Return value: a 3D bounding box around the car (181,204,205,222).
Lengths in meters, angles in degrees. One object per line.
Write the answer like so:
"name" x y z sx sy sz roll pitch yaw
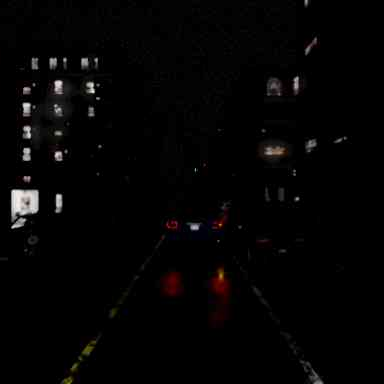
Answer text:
"car" 0.100 1.801 28.975 1.895 1.301 4.718 0 0 0

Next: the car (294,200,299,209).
"car" 15.757 1.330 42.692 5.009 1.841 2.192 -1 1 0

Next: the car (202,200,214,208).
"car" 2.681 1.973 55.549 1.802 1.307 4.206 0 0 0

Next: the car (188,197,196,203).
"car" -0.005 2.130 85.004 1.812 1.442 4.674 0 0 0

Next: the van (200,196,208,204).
"van" 2.678 1.899 77.643 1.690 1.788 3.998 0 0 0

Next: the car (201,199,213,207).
"car" 2.681 1.998 61.072 1.947 1.339 4.313 0 0 0

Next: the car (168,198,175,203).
"car" -5.701 2.267 94.224 1.802 1.307 4.206 0 0 0

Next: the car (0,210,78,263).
"car" -5.699 1.523 12.101 1.967 1.590 4.097 0 0 0

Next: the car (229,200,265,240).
"car" 2.681 1.436 17.629 2.192 1.841 5.009 0 0 0

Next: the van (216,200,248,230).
"van" 2.681 1.501 23.157 1.690 1.788 3.998 0 0 0

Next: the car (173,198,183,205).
"car" -3.004 2.077 73.347 1.994 1.385 4.181 0 0 0

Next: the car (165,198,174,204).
"car" -5.701 2.144 83.178 1.887 1.381 4.507 0 0 0

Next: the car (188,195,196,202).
"car" -0.004 1.879 94.982 2.097 1.767 4.553 0 0 0

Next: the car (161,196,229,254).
"car" 0.097 1.318 14.017 2.150 2.045 5.566 0 0 0

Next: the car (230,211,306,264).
"car" 2.683 1.628 12.100 1.887 1.381 4.507 0 0 0

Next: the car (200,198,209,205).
"car" 2.680 2.060 72.119 1.887 1.381 4.507 0 0 0

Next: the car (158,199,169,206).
"car" -5.700 2.039 66.607 1.947 1.339 4.313 0 0 0

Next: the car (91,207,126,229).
"car" -5.698 1.741 23.156 1.802 1.307 4.206 0 0 0

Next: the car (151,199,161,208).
"car" -5.700 1.956 55.560 1.947 1.339 4.313 0 0 0
